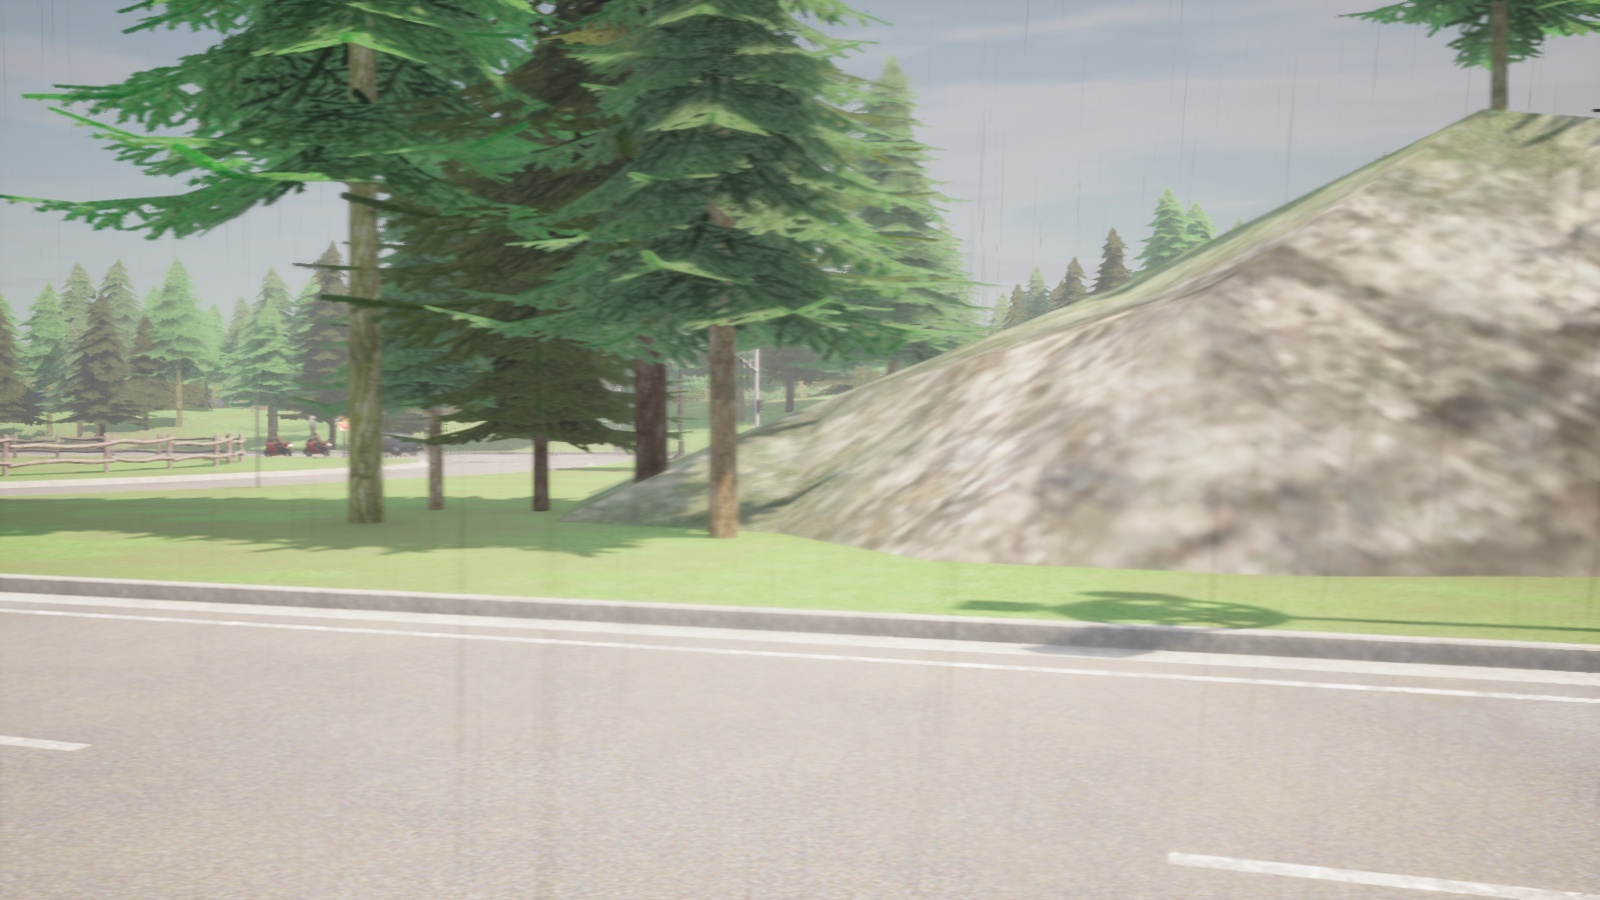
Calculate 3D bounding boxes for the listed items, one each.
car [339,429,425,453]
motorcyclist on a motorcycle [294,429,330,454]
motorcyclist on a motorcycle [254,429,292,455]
[{"bbox_3d":[-26.664,-0.604,80.118,4.902,1.511,2.128,1,1,19],"label":"car"},{"bbox_3d":[-30.133,-0.551,77.602,2.044,1.523,0.797,1,1,19],"label":"motorcyclist on a motorcycle"},{"bbox_3d":[-31.157,-0.501,74.254,2.044,1.523,0.797,1,1,19],"label":"motorcyclist on a motorcycle"}]
